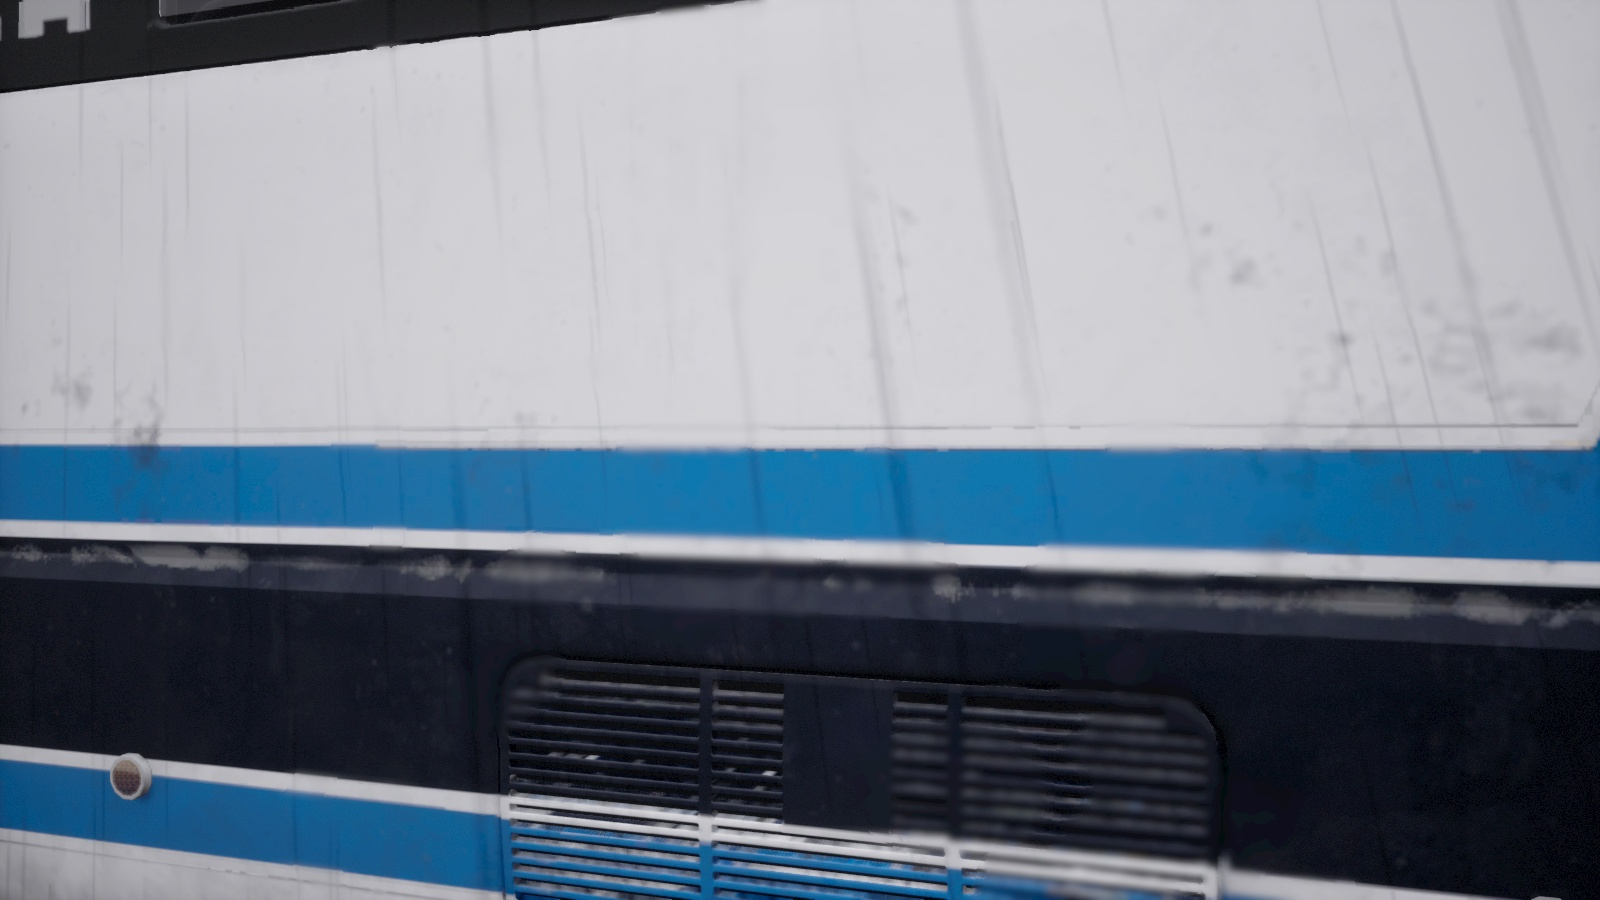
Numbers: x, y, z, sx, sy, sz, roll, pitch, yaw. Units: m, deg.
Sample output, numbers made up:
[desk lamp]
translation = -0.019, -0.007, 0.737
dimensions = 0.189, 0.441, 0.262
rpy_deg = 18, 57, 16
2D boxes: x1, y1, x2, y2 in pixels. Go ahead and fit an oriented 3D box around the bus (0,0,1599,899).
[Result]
[bus]
translation = -0.127, -0.610, 3.748
dimensions = 10.273, 4.253, 3.944
rpy_deg = 1, 1, 19
